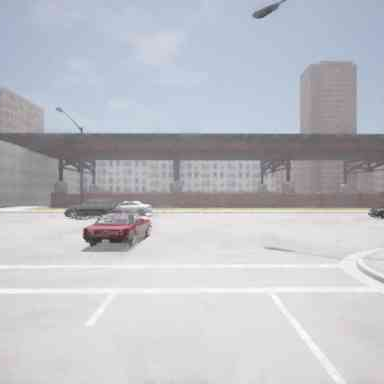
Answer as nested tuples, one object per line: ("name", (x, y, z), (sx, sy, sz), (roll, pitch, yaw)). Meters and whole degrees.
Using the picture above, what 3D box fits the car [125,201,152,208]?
("car", (-6.133, 1.590, 32.041), (4.674, 1.442, 1.812), (0, 0, 0))

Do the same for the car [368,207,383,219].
("car", (17.543, 1.583, 28.273), (4.674, 1.442, 1.812), (0, 0, 1))

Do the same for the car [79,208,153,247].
("car", (-3.190, 1.631, 15.233), (1.895, 1.301, 4.718), (0, 0, 5))

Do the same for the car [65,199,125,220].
("car", (-8.492, 1.409, 28.581), (4.553, 1.767, 2.097), (0, 0, 1))
